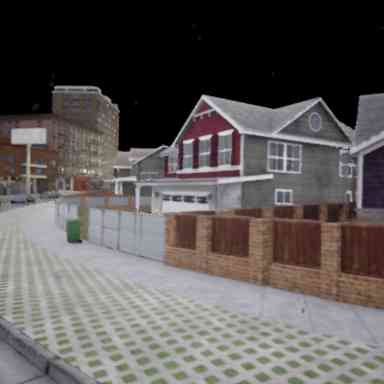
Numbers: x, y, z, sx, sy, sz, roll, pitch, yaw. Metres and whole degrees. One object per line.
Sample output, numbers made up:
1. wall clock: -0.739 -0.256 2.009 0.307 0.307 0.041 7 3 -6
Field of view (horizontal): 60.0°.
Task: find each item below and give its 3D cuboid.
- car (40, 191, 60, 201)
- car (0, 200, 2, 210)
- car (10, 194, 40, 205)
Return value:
1. car: -23.751 0.595 55.828 2.128 1.511 4.902 2 2 3
2. car: -21.081 1.007 33.980 2.097 1.767 4.553 2 1 -15
3. car: -23.358 0.944 46.109 1.994 1.385 4.181 2 1 -4
